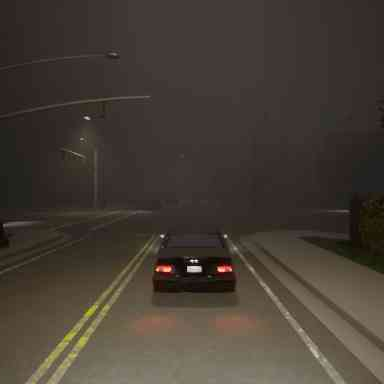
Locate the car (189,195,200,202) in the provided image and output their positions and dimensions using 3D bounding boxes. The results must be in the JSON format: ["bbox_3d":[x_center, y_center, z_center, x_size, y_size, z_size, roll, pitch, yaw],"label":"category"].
[{"bbox_3d":[0.535,1.527,79.015,2.033,1.411,5.357,0,0,12],"label":"car"}]

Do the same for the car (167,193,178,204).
[{"bbox_3d":[-3.727,1.219,61.848,2.150,2.045,5.566,0,0,0],"label":"car"}]

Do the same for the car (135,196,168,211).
[{"bbox_3d":[-5.170,1.553,41.103,1.812,1.442,4.674,1,0,24],"label":"car"}]

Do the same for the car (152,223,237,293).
[{"bbox_3d":[0.051,1.547,8.984,2.033,1.411,5.357,0,0,0],"label":"car"}]
